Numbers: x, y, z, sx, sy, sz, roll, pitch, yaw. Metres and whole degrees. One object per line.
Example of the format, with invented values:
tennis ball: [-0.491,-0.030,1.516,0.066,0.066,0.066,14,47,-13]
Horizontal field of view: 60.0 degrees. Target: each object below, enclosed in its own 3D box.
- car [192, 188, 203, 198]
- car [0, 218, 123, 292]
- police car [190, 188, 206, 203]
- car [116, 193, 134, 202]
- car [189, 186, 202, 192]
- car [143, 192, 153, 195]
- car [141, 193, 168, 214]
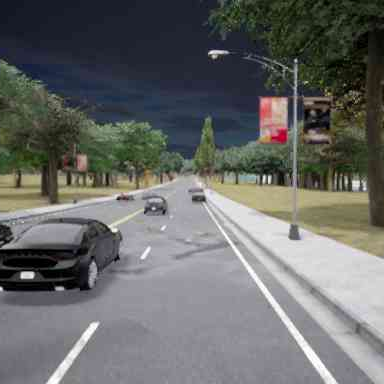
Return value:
car: [0.974,0.139,61.961,2.097,1.767,4.553,0,2,0]
car: [-3.150,1.418,8.837,1.882,1.535,5.008,0,1,0]
police car: [0.975,0.651,46.115,1.930,1.638,5.238,0,1,0]
car: [-9.825,0.756,49.019,1.895,1.301,4.718,0,1,0]
car: [0.975,0.193,56.023,2.150,2.045,5.566,0,2,0]
car: [-6.565,0.665,51.136,1.994,1.385,4.181,0,1,0]
car: [-3.150,1.145,29.739,1.812,1.442,4.674,0,1,0]
